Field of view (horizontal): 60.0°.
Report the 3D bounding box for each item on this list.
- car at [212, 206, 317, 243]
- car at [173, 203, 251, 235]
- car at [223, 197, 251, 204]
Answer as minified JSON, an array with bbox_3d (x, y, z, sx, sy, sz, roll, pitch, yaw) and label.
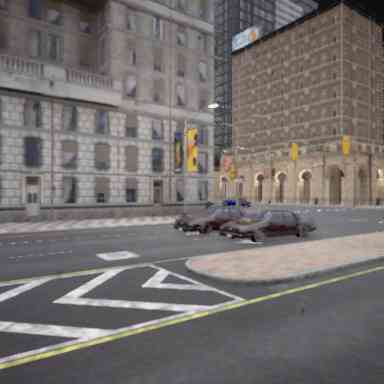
[{"bbox_3d":[3.864,1.574,16.347,5.357,1.411,2.033,0,0,-34],"label":"car"},{"bbox_3d":[1.601,1.573,19.041,5.357,1.411,2.033,0,0,-34],"label":"car"},{"bbox_3d":[6.773,1.549,50.139,1.882,1.535,5.008,0,0,-35],"label":"car"}]
